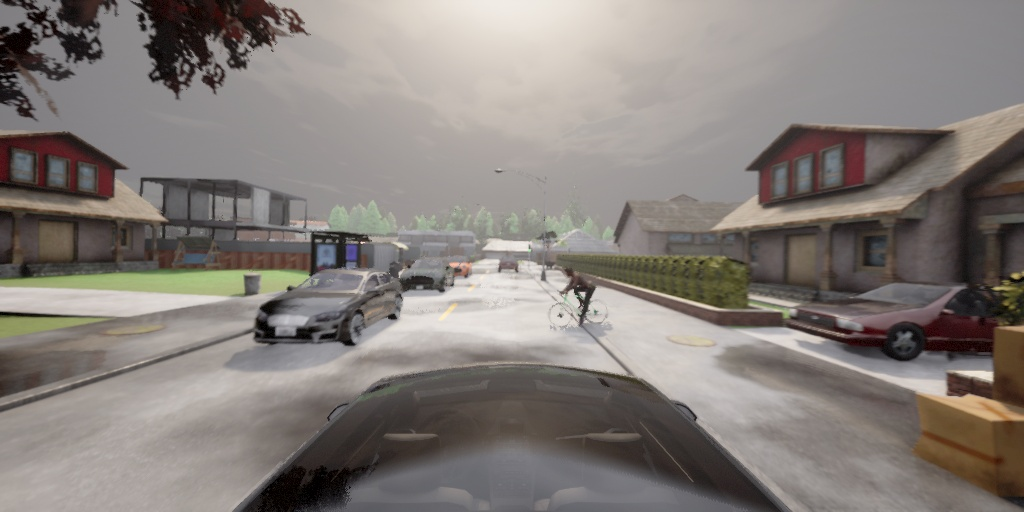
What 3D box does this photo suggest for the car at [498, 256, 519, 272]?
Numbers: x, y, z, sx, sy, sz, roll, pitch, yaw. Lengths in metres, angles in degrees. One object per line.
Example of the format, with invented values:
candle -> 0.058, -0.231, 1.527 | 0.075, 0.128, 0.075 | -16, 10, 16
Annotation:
car -> -0.370, 0.764, 38.911 | 2.097, 1.767, 4.553 | 1, 1, 0

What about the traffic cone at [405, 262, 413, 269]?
traffic cone -> -10.116, 1.076, 34.865 | 0.344, 0.586, 0.344 | 0, 0, -1

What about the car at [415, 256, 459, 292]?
car -> -4.284, 0.854, 18.840 | 2.097, 1.767, 4.553 | 1, 1, -1

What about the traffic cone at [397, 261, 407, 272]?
traffic cone -> -10.843, 1.026, 35.374 | 0.344, 0.586, 0.344 | 0, 0, -1

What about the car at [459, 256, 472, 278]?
car -> -4.417, 0.761, 29.008 | 2.097, 1.767, 4.553 | 1, 1, -1

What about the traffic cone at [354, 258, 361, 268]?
traffic cone -> -17.415, 0.844, 40.681 | 0.344, 0.586, 0.344 | 0, 0, -1

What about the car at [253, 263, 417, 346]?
car -> -4.144, 1.085, 8.972 | 2.128, 1.511, 4.902 | 1, 1, -1

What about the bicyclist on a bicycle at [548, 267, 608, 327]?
bicyclist on a bicycle -> 1.761, 1.105, 9.744 | 1.656, 1.620, 0.582 | -5, 1, -1
